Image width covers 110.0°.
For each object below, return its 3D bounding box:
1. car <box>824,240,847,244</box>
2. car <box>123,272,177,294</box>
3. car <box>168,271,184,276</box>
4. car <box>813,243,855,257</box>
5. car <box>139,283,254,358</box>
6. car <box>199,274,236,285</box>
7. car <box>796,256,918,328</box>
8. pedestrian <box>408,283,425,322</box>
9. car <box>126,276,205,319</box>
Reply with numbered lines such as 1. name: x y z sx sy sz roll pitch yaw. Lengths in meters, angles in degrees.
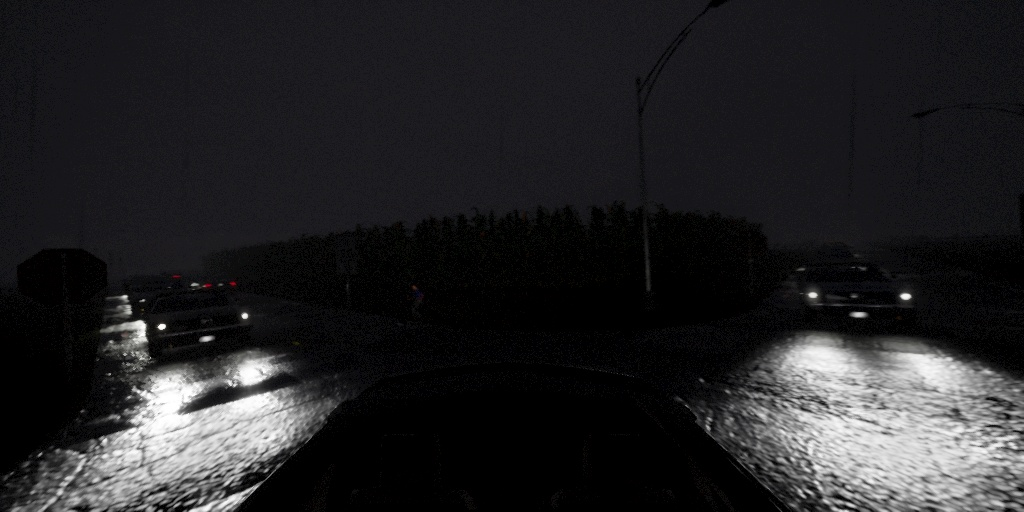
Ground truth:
1. car: 25.022 -0.302 27.853 2.128 1.511 4.902 -3 0 42
2. car: -22.487 1.965 22.199 4.892 1.490 1.837 -2 1 42
3. car: -38.331 2.451 40.339 4.892 1.490 1.837 -2 1 42
4. car: 16.643 0.290 18.555 2.033 1.411 5.357 -3 0 42
5. car: -8.497 1.608 9.606 4.718 1.301 1.895 -2 1 43
6. car: -19.780 1.884 23.726 5.357 1.411 2.033 -2 1 42
7. car: 8.677 0.852 9.379 1.895 1.301 4.718 -3 0 37
8. pedestrian: -2.845 1.342 10.830 0.375 1.300 0.375 -3 -1 42
9. car: -15.282 1.790 15.734 4.181 1.385 1.994 -2 1 42
